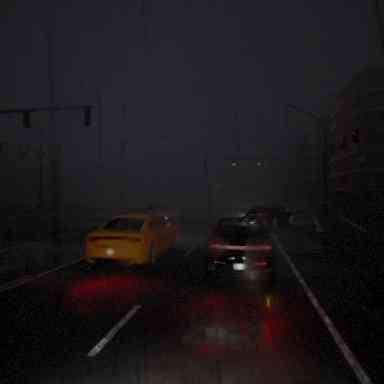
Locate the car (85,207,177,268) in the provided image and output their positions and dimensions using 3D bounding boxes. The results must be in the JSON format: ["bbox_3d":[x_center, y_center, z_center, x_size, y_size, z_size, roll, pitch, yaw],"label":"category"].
[{"bbox_3d":[-1.878,1.499,11.556,1.882,1.535,5.008,0,0,8],"label":"car"}]

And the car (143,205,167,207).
[{"bbox_3d":[-3.093,1.627,26.188,1.895,1.301,4.718,0,0,-32],"label":"car"}]

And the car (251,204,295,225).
[{"bbox_3d":[5.364,1.562,22.584,1.837,1.490,4.892,-2,-1,36],"label":"car"}]

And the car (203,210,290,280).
[{"bbox_3d":[1.452,1.519,10.086,2.128,1.511,4.902,0,0,8],"label":"car"}]
